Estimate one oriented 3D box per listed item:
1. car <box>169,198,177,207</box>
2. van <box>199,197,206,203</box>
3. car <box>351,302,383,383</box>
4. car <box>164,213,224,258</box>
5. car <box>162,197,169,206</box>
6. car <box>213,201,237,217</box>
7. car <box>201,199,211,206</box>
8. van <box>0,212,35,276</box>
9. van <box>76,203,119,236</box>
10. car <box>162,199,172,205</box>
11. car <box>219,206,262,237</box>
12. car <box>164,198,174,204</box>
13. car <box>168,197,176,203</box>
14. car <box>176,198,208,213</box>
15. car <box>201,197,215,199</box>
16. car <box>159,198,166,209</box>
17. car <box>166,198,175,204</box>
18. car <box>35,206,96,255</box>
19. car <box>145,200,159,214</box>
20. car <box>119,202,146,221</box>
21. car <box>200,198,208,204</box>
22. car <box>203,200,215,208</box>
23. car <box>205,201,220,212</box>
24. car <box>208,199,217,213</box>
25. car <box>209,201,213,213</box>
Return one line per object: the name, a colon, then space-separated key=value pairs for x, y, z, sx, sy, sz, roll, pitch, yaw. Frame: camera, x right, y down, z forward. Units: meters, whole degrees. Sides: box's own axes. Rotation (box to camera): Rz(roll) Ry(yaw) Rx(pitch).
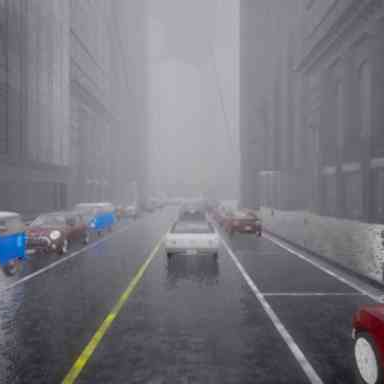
car: x=-2.975 y=2.160 z=65.099 sx=1.994 sy=1.385 sz=4.181 roll=0 pitch=0 yaw=1
van: x=2.910 y=2.168 z=92.437 sx=1.690 sy=1.788 sz=3.998 roll=-1 pitch=0 yaw=0
car: x=2.851 y=1.570 z=2.447 sx=1.887 sy=1.381 sz=4.507 roll=-1 pitch=-1 yaw=0
car: x=0.023 y=1.733 z=13.245 sx=1.895 sy=1.301 sz=4.718 roll=0 pitch=-1 yaw=0
car: x=-5.636 y=2.088 z=58.693 sx=1.887 sy=1.381 sz=4.507 roll=-1 pitch=-1 yaw=0
car: x=2.866 y=1.682 z=24.945 sx=1.967 sy=1.590 sz=4.097 roll=-1 pitch=-1 yaw=0
car: x=2.898 y=2.221 z=69.938 sx=1.802 sy=1.307 sz=4.206 roll=-1 pitch=0 yaw=0
van: x=-5.672 y=1.422 z=8.074 sx=1.690 sy=1.788 sz=3.998 roll=-1 pitch=-1 yaw=0
van: x=-5.665 y=1.531 z=19.324 sx=1.690 sy=1.788 sz=3.998 roll=-1 pitch=-1 yaw=0
car: x=-5.625 y=2.232 z=75.566 sx=1.887 sy=1.381 sz=4.507 roll=-1 pitch=0 yaw=0
car: x=2.863 y=1.734 z=19.320 sx=1.887 sy=1.381 sz=4.507 roll=-1 pitch=-1 yaw=0
car: x=-5.621 y=2.284 z=81.191 sx=2.008 sy=1.369 sz=4.403 roll=-1 pitch=0 yaw=0
car: x=-5.614 y=2.267 z=92.441 sx=1.967 sy=1.590 sz=4.097 roll=-1 pitch=0 yaw=0
car: x=0.037 y=1.625 z=28.414 sx=2.097 sy=1.767 sz=4.553 roll=0 pitch=-1 yaw=0
car: x=2.883 y=1.808 z=53.067 sx=2.192 sy=1.841 sz=5.009 roll=-1 pitch=-1 yaw=0
car: x=-5.639 y=2.060 z=53.068 sx=1.947 sy=1.339 sz=4.313 roll=-1 pitch=-1 yaw=0
car: x=-5.617 y=2.346 z=86.816 sx=1.947 sy=1.339 sz=4.313 roll=-1 pitch=0 yaw=0
car: x=-5.668 y=1.576 z=13.698 sx=1.967 sy=1.590 sz=4.097 roll=-1 pitch=-1 yaw=0
car: x=-5.647 y=1.961 z=41.820 sx=1.947 sy=1.339 sz=4.313 roll=-1 pitch=-1 yaw=0
car: x=-5.654 y=1.876 z=30.570 sx=1.802 sy=1.307 sz=4.206 roll=-1 pitch=-1 yaw=0
car: x=2.905 y=2.260 z=81.356 sx=1.752 sy=1.417 sz=4.829 roll=-1 pitch=0 yaw=0
car: x=2.890 y=2.087 z=58.689 sx=1.887 sy=1.381 sz=4.507 roll=-1 pitch=0 yaw=0
car: x=2.882 y=2.010 z=47.441 sx=1.947 sy=1.339 sz=4.313 roll=-1 pitch=-1 yaw=0
car: x=2.878 y=1.960 z=41.817 sx=1.947 sy=1.339 sz=4.313 roll=-1 pitch=-1 yaw=0
car: x=2.871 y=1.838 z=30.568 sx=1.887 sy=1.381 sz=4.507 roll=-1 pitch=-1 yaw=0
